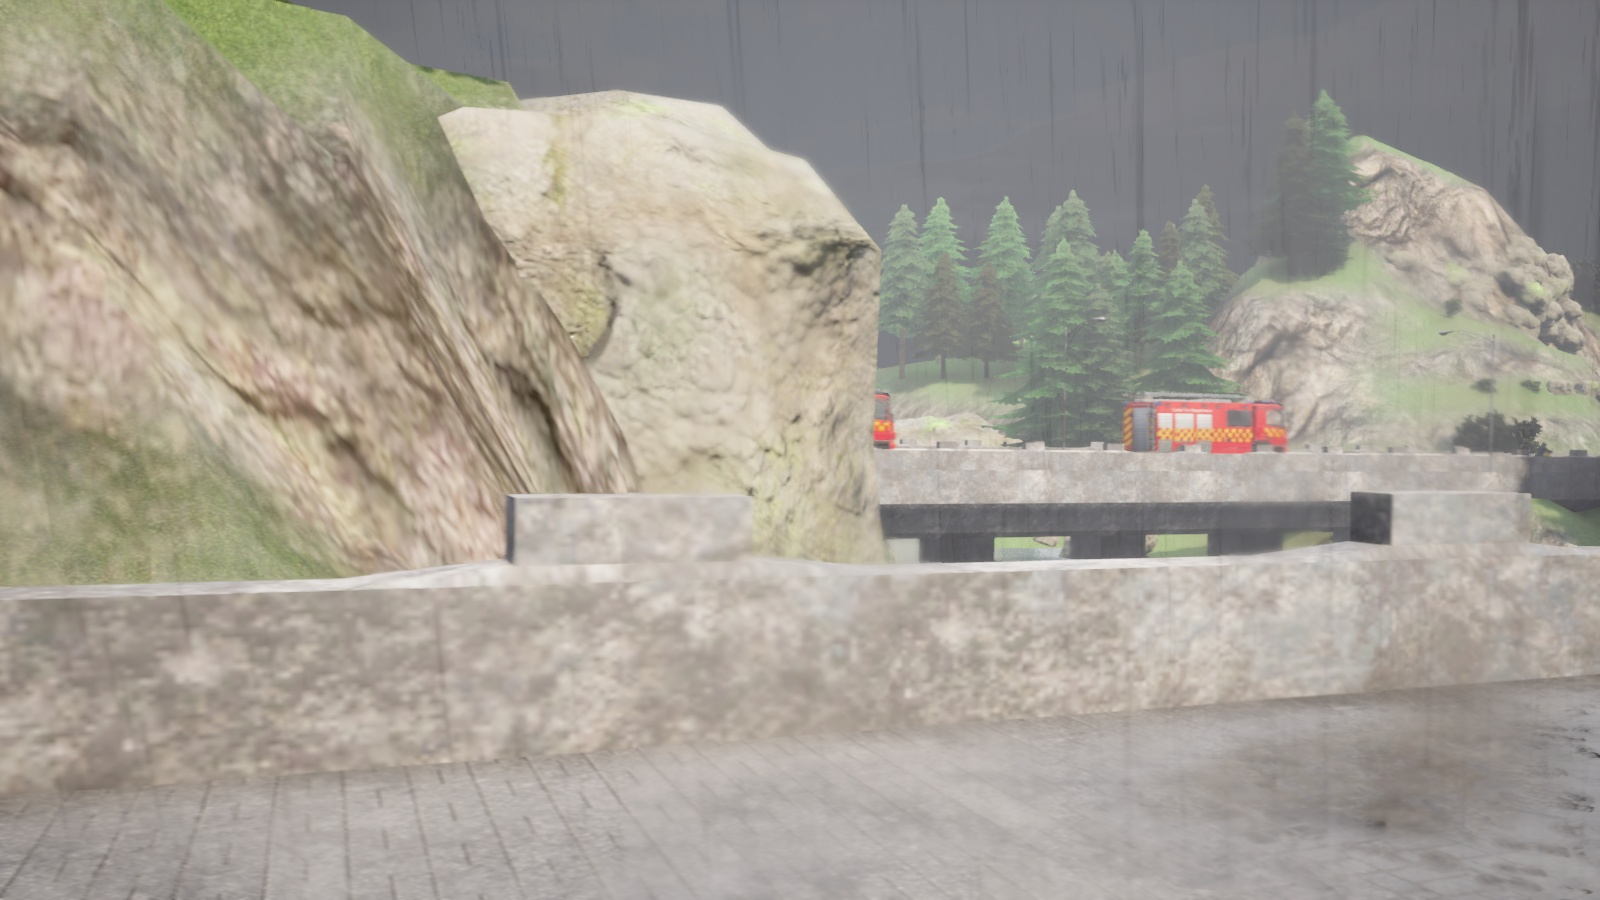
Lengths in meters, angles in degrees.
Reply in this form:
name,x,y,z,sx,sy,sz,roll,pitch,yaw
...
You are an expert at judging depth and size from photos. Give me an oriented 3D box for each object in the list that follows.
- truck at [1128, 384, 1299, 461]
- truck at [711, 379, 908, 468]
name,x,y,z,sx,sy,sz,roll,pitch,yaw
truck,21.371,-1.426,64.853,8.468,3.827,2.891,-1,1,-21
truck,0.445,-1.186,56.887,8.468,3.827,2.891,-1,1,-21
